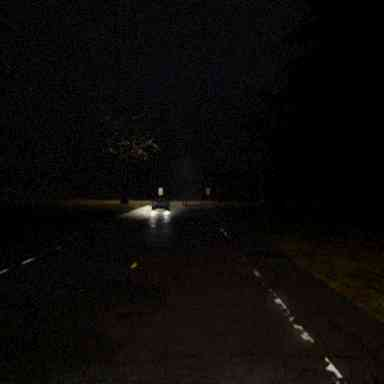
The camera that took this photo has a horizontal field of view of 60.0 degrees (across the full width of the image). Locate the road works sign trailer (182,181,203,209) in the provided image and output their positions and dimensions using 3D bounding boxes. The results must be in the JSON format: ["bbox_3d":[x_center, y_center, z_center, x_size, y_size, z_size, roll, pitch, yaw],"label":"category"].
[{"bbox_3d":[0.172,0.363,44.231,2.380,3.560,2.880,0,0,-5],"label":"road works sign trailer"}]

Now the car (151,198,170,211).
[{"bbox_3d":[-3.581,1.430,38.689,1.812,1.442,4.674,0,0,0],"label":"car"}]
